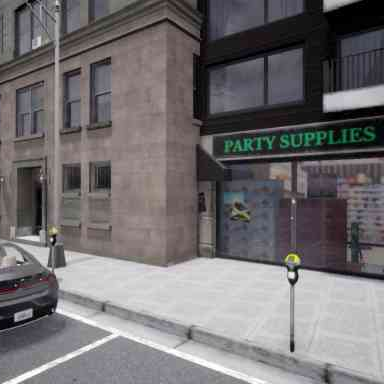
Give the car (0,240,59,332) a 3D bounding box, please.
[{"bbox_3d":[-4.216,1.551,6.090,4.403,1.369,2.008,0,0,36],"label":"car"}]
